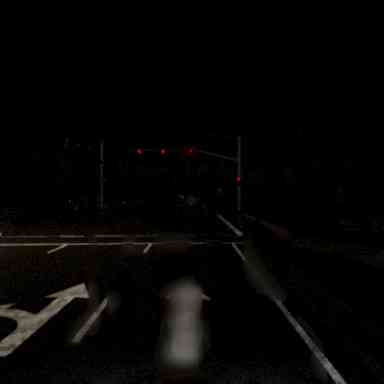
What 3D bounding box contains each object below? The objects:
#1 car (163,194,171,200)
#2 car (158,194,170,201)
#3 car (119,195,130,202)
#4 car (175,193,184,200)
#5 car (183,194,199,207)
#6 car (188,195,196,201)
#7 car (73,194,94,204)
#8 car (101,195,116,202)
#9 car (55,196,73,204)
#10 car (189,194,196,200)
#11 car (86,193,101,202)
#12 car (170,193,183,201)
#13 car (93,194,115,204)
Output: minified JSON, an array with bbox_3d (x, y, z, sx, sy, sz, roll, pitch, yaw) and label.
[{"bbox_3d":[-6.773,1.268,89.838,1.812,1.442,4.674,0,0,1],"label":"car"},{"bbox_3d":[-6.989,1.362,79.478,2.033,1.411,5.357,0,0,1],"label":"car"},{"bbox_3d":[-15.024,1.362,74.013,2.128,1.511,4.902,0,0,0],"label":"car"},{"bbox_3d":[-3.275,1.099,89.717,2.097,1.767,4.553,0,0,1],"label":"car"},{"bbox_3d":[-0.018,1.419,48.459,1.812,1.442,4.674,0,0,0],"label":"car"},{"bbox_3d":[0.012,1.347,79.477,1.812,1.442,4.674,0,0,1],"label":"car"},{"bbox_3d":[-18.557,1.350,58.292,1.882,1.535,5.008,0,0,0],"label":"car"},{"bbox_3d":[-18.523,1.376,74.399,2.033,1.411,5.357,0,0,0],"label":"car"},{"bbox_3d":[-22.048,1.420,58.176,2.033,1.411,5.357,0,0,1],"label":"car"},{"bbox_3d":[0.225,1.222,89.657,1.882,1.535,5.008,0,0,1],"label":"car"},{"bbox_3d":[-22.024,1.191,74.344,2.097,1.767,4.553,0,0,0],"label":"car"},{"bbox_3d":[-3.485,1.375,79.889,1.994,1.385,4.181,0,0,1],"label":"car"},{"bbox_3d":[-15.061,1.474,57.712,1.895,1.301,4.718,0,0,1],"label":"car"}]
